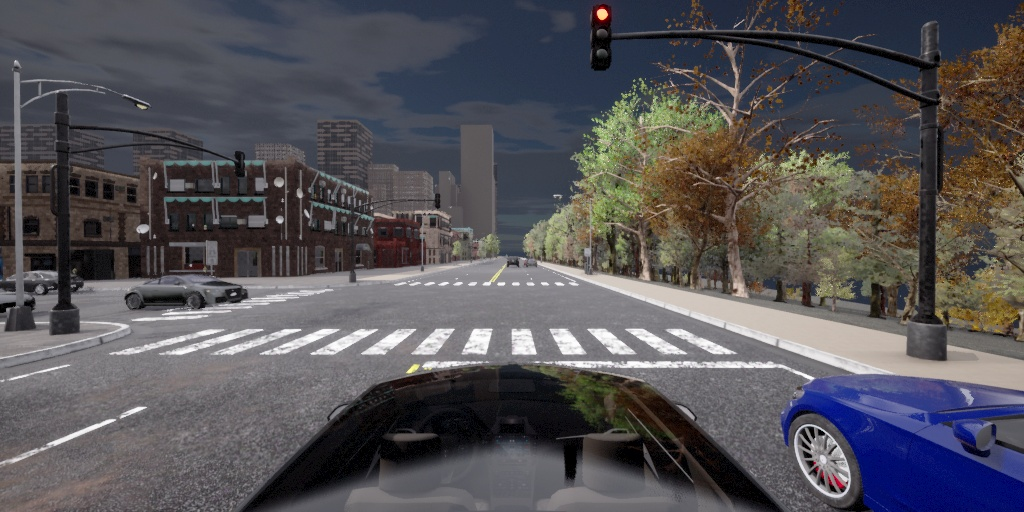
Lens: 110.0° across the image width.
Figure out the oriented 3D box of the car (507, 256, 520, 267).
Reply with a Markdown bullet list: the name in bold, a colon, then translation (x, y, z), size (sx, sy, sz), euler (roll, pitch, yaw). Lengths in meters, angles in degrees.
- **car**: translation (0.218, 0.948, 63.727), size (2.150, 2.045, 5.566), euler (0, 0, 1)

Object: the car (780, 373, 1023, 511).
- **car**: translation (3.346, 1.276, 1.343), size (1.812, 1.442, 4.674), euler (0, 0, 2)

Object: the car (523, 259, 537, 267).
- **car**: translation (3.470, 1.218, 63.887), size (2.128, 1.511, 4.902), euler (0, 0, 0)

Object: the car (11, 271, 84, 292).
- **car**: translation (-28.242, 1.560, 21.313), size (4.403, 1.370, 2.007), euler (0, 0, 0)

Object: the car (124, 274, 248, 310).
- **car**: translation (-13.666, 1.456, 15.166), size (4.181, 1.385, 1.994), euler (-1, 0, 4)

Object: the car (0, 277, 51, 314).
- **car**: translation (-19.926, 1.565, 12.784), size (4.313, 1.339, 1.948), euler (0, 0, 0)
